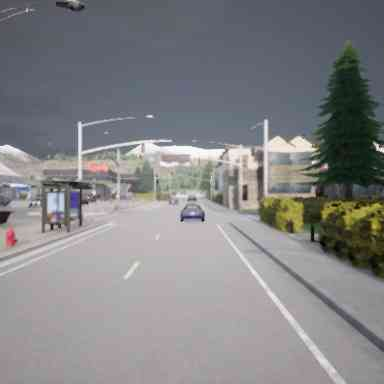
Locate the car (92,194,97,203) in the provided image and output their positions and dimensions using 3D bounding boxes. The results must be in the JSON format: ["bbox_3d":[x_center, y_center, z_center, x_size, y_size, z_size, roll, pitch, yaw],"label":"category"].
[{"bbox_3d":[-22.583,1.442,74.254,1.905,1.878,3.866,0,0,0],"label":"car"}]

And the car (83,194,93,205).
[{"bbox_3d":[-18.890,1.622,56.383,2.007,1.523,4.514,0,0,0],"label":"car"}]

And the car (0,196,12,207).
[{"bbox_3d":[-28.954,1.460,48.989,2.152,1.636,5.027,0,0,0],"label":"car"}]

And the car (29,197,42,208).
[{"bbox_3d":[-22.538,1.540,49.326,1.970,1.475,3.806,0,0,0],"label":"car"}]

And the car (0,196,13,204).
[{"bbox_3d":[-38.311,1.647,67.063,2.007,1.523,4.514,0,0,0],"label":"car"}]

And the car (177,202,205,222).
[{"bbox_3d":[0.062,1.725,27.825,1.994,1.385,4.181,0,-2,1],"label":"car"}]

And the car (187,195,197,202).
[{"bbox_3d":[0.042,1.341,73.168,2.097,1.767,4.553,0,0,0],"label":"car"}]

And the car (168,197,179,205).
[{"bbox_3d":[-3.486,1.641,63.244,2.128,1.511,4.902,0,0,1],"label":"car"}]
